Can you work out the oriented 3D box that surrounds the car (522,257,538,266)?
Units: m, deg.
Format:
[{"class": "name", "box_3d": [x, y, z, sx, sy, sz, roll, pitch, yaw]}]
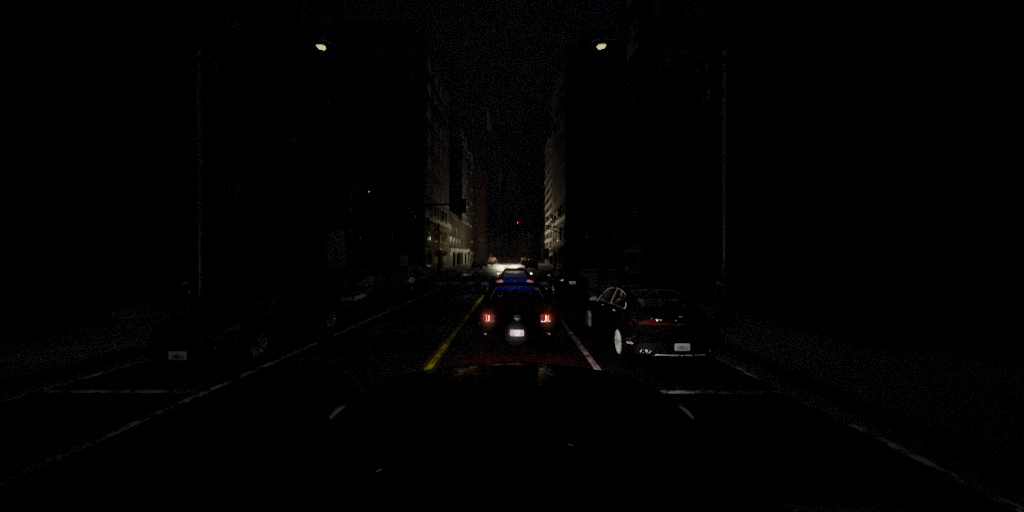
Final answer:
[{"class": "car", "box_3d": [3.069, 1.214, 56.306, 1.967, 1.591, 4.097, 0, 0, 0]}]

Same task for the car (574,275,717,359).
[{"class": "car", "box_3d": [2.877, 1.299, 8.215, 2.007, 1.370, 4.403, 0, 0, 0]}]

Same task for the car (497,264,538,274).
[{"class": "car", "box_3d": [0.151, 1.311, 18.600, 1.994, 1.385, 4.181, 0, 0, 1]}]

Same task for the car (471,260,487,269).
[{"class": "car", "box_3d": [-5.457, 1.356, 56.347, 1.802, 1.307, 4.207, 0, 0, 0]}]

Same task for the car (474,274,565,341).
[{"class": "car", "box_3d": [0.121, 1.349, 9.840, 1.895, 1.301, 4.718, 0, 0, 0]}]

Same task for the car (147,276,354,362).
[{"class": "car", "box_3d": [-5.648, 1.314, 8.243, 1.948, 1.339, 4.313, 0, 0, 0]}]

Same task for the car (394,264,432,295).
[{"class": "car", "box_3d": [-5.612, 1.187, 19.246, 1.967, 1.591, 4.097, 0, 0, 0]}]

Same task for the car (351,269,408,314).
[{"class": "car", "box_3d": [-5.631, 1.329, 13.744, 1.802, 1.307, 4.207, 0, 0, 0]}]

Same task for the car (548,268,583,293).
[{"class": "car", "box_3d": [2.913, 1.312, 19.218, 1.948, 1.339, 4.313, 0, 0, 0]}]
